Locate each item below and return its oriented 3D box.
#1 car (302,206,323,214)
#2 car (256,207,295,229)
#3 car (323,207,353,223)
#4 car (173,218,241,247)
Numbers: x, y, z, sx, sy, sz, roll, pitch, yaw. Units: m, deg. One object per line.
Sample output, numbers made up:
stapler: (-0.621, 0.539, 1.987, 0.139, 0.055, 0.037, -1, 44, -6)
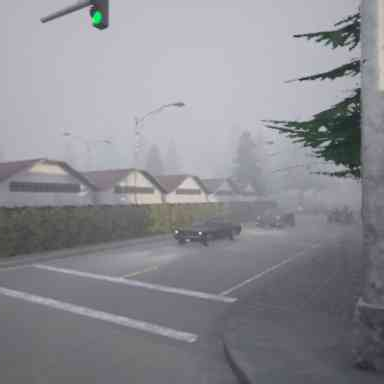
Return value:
car: (19.047, 2.774, 51.588, 1.895, 1.301, 4.718, 1, -1, -15)
car: (7.083, 2.090, 28.050, 2.097, 1.767, 4.553, -1, -2, 33)
car: (15.291, 2.319, 34.204, 1.882, 1.535, 5.008, -1, -2, 33)
car: (0.960, 2.163, 18.634, 1.895, 1.301, 4.718, -1, -1, 33)
